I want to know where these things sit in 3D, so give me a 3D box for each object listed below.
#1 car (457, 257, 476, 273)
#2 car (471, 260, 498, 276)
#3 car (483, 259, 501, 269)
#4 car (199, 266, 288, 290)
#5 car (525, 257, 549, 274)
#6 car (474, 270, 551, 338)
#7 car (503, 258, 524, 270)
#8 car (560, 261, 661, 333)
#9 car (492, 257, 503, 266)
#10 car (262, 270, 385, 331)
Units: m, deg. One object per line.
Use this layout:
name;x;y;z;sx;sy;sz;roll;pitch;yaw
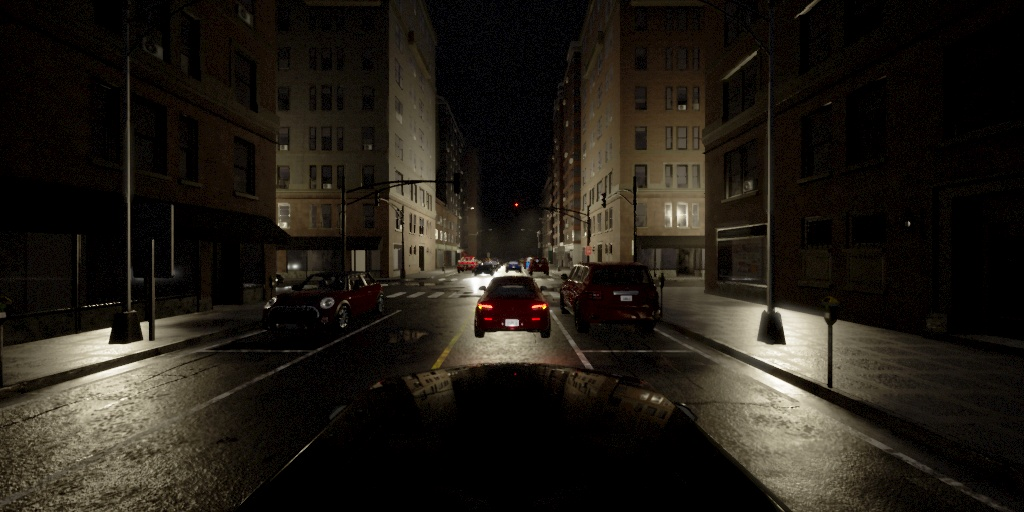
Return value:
car;-5.326;1.062;43.274;2.192;1.841;5.009;0;0;0
car;-2.769;1.349;36.672;1.895;1.301;4.718;0;0;0
car;-2.743;1.348;46.679;1.895;1.301;4.718;0;0;0
car;-17.068;1.362;22.958;4.181;1.385;1.994;0;0;0
car;2.781;1.063;37.752;2.192;1.841;5.009;0;0;0
car;0.025;1.276;10.053;1.812;1.442;4.674;0;0;1
car;0.202;1.311;45.845;1.994;1.385;4.181;0;0;0
car;2.656;1.064;10.696;2.192;1.841;5.009;0;0;0
car;-2.713;1.294;57.162;2.033;1.411;5.357;0;0;1
car;-5.369;1.189;10.714;1.967;1.591;4.097;0;0;0
